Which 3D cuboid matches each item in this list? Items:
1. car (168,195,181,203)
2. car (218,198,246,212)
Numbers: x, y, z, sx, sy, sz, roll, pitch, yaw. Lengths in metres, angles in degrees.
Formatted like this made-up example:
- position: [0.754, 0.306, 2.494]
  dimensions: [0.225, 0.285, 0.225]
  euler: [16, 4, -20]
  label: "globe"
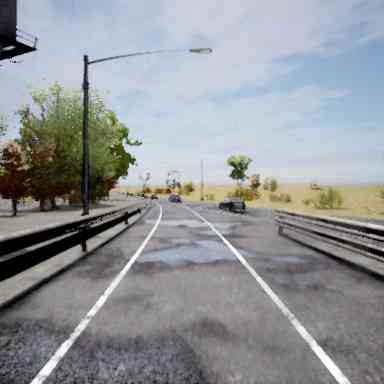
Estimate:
- position: [-3.648, 1.336, 69.270]
  dimensions: [2.097, 1.767, 4.553]
  euler: [0, 0, -14]
  label: "car"
- position: [4.422, 1.429, 37.287]
  dimensions: [2.128, 1.511, 4.902]
  euler: [0, 0, -14]
  label: "car"
